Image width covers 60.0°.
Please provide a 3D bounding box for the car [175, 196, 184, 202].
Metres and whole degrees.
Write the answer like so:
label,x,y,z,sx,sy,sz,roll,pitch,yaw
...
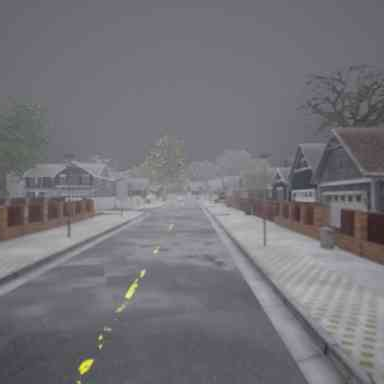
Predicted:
label,x,y,z,sx,sy,sz,roll,pitch,yaw
car,-2.936,1.617,79.503,1.812,1.442,4.674,0,0,-2
